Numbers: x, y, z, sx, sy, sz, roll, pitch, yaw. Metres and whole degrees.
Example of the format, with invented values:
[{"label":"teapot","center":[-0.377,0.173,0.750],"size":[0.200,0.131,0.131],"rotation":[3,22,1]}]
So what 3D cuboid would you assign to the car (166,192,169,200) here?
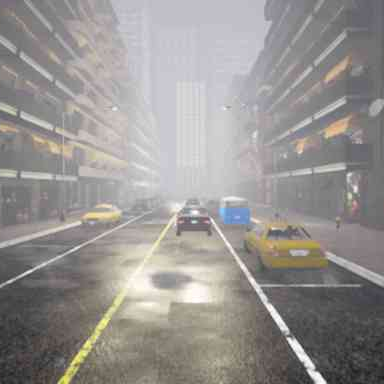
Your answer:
[{"label":"car","center":[-5.694,1.202,60.170],"size":[1.967,1.590,4.097],"rotation":[-1,0,0]}]

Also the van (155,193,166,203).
[{"label":"van","center":[-5.695,1.123,54.646],"size":[1.690,1.788,3.998],"rotation":[0,0,0]}]

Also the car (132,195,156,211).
[{"label":"car","center":[-5.694,1.411,38.076],"size":[1.947,1.339,4.313],"rotation":[0,0,0]}]

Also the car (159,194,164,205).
[{"label":"car","center":[-5.694,1.348,49.124],"size":[1.887,1.381,4.507],"rotation":[0,0,0]}]

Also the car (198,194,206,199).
[{"label":"car","center":[2.691,1.208,87.773],"size":[1.887,1.381,4.507],"rotation":[-1,0,0]}]

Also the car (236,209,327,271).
[{"label":"car","center":[2.684,1.481,10.616],"size":[1.752,1.417,4.829],"rotation":[0,0,0]}]

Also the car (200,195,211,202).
[{"label":"car","center":[2.689,1.293,65.680],"size":[2.008,1.369,4.403],"rotation":[-1,0,0]}]

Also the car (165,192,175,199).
[{"label":"car","center":[-5.692,0.978,87.786],"size":[2.192,1.841,5.009],"rotation":[-1,0,0]}]

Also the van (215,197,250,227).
[{"label":"van","center":[2.683,1.252,21.493],"size":[1.690,1.788,3.998],"rotation":[-1,0,0]}]

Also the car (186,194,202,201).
[{"label":"car","center":[0.105,1.377,46.440],"size":[1.994,1.385,4.181],"rotation":[0,0,0]}]

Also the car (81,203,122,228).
[{"label":"car","center":[-5.696,1.437,21.336],"size":[1.752,1.417,4.829],"rotation":[0,0,0]}]

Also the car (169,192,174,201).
[{"label":"car","center":[-5.691,1.268,76.741],"size":[1.947,1.339,4.313],"rotation":[-1,0,0]}]

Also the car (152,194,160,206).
[{"label":"car","center":[-5.694,1.369,43.600],"size":[1.887,1.381,4.507],"rotation":[0,0,0]}]

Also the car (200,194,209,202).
[{"label":"car","center":[2.689,1.247,71.373],"size":[1.752,1.417,4.829],"rotation":[-1,0,0]}]

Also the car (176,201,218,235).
[{"label":"car","center":[0.103,1.471,18.322],"size":[2.033,1.411,5.357],"rotation":[0,0,0]}]

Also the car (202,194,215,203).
[{"label":"car","center":[2.687,1.375,43.586],"size":[2.008,1.369,4.403],"rotation":[-1,0,0]}]

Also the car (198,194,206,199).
[{"label":"car","center":[2.692,1.195,93.296],"size":[2.008,1.369,4.403],"rotation":[-1,0,0]}]
